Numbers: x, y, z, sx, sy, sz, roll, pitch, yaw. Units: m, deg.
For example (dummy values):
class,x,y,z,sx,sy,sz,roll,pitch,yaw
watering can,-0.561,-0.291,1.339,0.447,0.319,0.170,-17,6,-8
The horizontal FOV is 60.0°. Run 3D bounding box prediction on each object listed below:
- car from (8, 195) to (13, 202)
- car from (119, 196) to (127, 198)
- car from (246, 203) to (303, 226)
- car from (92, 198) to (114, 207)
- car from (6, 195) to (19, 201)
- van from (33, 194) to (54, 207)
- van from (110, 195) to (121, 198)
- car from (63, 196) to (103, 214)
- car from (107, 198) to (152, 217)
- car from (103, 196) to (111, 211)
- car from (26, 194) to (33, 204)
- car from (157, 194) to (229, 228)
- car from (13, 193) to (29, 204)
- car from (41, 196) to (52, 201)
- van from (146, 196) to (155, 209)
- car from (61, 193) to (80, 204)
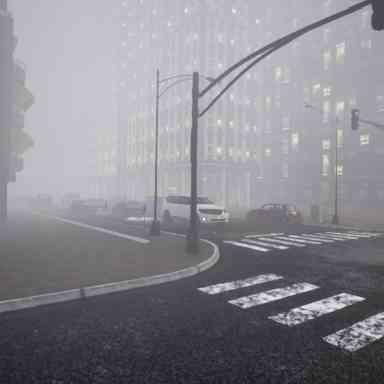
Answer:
class,x,y,z,sx,sy,sz,roll,pitch,yaw
car,-36.989,1.397,69.782,1.947,1.339,4.313,1,-1,-35
car,-7.280,1.584,42.377,2.008,1.369,4.403,1,-1,-35
car,5.793,1.505,23.949,1.967,1.590,4.097,1,-1,-35
car,-13.816,1.587,51.592,1.947,1.339,4.313,1,-1,-35
car,-40.256,1.378,74.390,2.008,1.369,4.403,1,-1,-35
van,-20.646,1.197,46.747,1.690,1.788,3.998,1,-1,-35
van,-10.544,1.368,46.987,1.690,1.788,3.998,1,-1,-35
car,-10.847,1.427,32.923,2.008,1.369,4.403,1,-1,-35
car,-5.772,1.498,30.252,1.994,1.385,4.181,1,-1,-35
car,-11.650,1.468,38.546,2.033,1.411,5.357,1,-1,-35
car,-23.918,1.432,51.352,1.802,1.307,4.206,1,-1,-35
car,0.012,1.170,22.098,2.150,2.045,5.566,1,-1,-35
car,-30.449,1.155,60.570,2.192,1.841,5.009,1,-1,-35
car,-36.690,1.571,83.844,1.802,1.307,4.206,1,-1,-35
van,-4.009,1.382,37.772,1.690,1.788,3.998,1,-1,-35
car,-20.455,1.182,56.316,2.150,2.045,5.566,1,-1,-35
